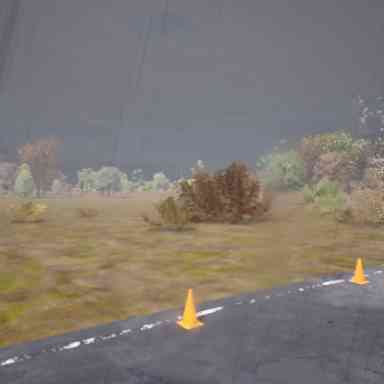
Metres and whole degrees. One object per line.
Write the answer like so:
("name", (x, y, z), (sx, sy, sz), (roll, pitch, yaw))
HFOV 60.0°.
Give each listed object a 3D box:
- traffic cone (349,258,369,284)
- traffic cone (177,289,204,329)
("traffic cone", (4.245, 1.982, 8.437), (0.340, 0.580, 0.340), (0, 0, -32))
("traffic cone", (-0.023, 1.955, 5.662), (0.340, 0.580, 0.340), (0, 0, -34))
